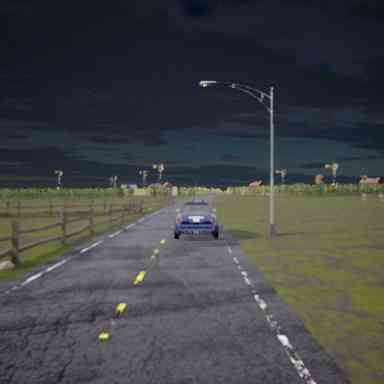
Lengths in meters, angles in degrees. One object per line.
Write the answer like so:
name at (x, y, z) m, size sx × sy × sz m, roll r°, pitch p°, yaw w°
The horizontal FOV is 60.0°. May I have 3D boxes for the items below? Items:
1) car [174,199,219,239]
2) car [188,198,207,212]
car at (0.228, 1.293, 17.242) m, size 2.097 × 1.767 × 4.553 m, roll 0°, pitch 0°, yaw 1°
car at (0.672, 1.439, 37.053) m, size 1.994 × 1.385 × 4.181 m, roll 0°, pitch 0°, yaw 2°
